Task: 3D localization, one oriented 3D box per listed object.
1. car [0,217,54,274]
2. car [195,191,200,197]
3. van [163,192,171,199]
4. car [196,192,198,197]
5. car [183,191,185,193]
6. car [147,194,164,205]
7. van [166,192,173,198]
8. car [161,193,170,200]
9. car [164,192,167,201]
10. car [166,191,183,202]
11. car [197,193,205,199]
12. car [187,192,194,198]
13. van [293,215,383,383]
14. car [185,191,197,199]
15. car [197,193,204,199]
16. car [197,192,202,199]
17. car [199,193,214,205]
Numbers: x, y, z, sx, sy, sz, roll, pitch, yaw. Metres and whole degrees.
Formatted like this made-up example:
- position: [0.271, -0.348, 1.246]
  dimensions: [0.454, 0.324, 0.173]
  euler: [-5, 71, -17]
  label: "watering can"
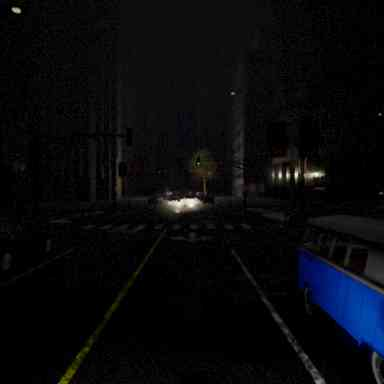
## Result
- position: [-5.760, 1.489, 10.234]
  dimensions: [2.008, 1.369, 4.403]
  euler: [0, 0, 0]
  label: "car"
- position: [2.355, 1.097, 78.692]
  dimensions: [2.008, 1.369, 4.403]
  euler: [0, 0, -1]
  label: "car"
- position: [-6.207, 0.866, 82.804]
  dimensions: [1.690, 1.788, 3.998]
  euler: [0, 0, -1]
  label: "van"
- position: [2.442, 1.151, 68.820]
  dimensions: [2.008, 1.369, 4.403]
  euler: [0, 0, -1]
  label: "car"
- position: [-3.403, 0.904, 78.342]
  dimensions: [2.097, 1.767, 4.553]
  euler: [0, 0, -1]
  label: "car"
- position: [-5.940, 1.243, 52.416]
  dimensions: [2.008, 1.369, 4.403]
  euler: [0, 0, -1]
  label: "car"
- position: [-6.302, 0.810, 93.630]
  dimensions: [1.690, 1.788, 3.998]
  euler: [0, 0, 0]
  label: "van"
- position: [-6.157, 1.080, 77.222]
  dimensions: [1.752, 1.417, 4.829]
  euler: [0, 0, -1]
  label: "car"
- position: [-5.984, 1.214, 57.408]
  dimensions: [2.008, 1.369, 4.403]
  euler: [0, 0, -1]
  label: "car"
- position: [-3.292, 0.985, 62.871]
  dimensions: [2.097, 1.767, 4.553]
  euler: [0, 0, 0]
  label: "car"
- position: [2.307, 1.043, 84.150]
  dimensions: [1.752, 1.417, 4.829]
  euler: [0, 0, -1]
  label: "car"
- position: [-0.520, 0.852, 91.747]
  dimensions: [1.812, 1.442, 4.674]
  euler: [0, 0, -1]
  label: "car"
- position: [2.763, 1.312, 4.719]
  dimensions: [1.690, 1.788, 3.998]
  euler: [0, 0, 0]
  label: "van"
- position: [-0.429, 1.003, 81.325]
  dimensions: [1.882, 1.535, 5.008]
  euler: [0, 0, -1]
  label: "car"
- position: [2.263, 1.057, 89.270]
  dimensions: [1.947, 1.339, 4.313]
  euler: [0, 0, 0]
  label: "car"
- position: [2.489, 1.175, 63.376]
  dimensions: [1.887, 1.381, 4.507]
  euler: [0, 0, 0]
  label: "car"
- position: [2.585, 1.242, 52.488]
  dimensions: [2.008, 1.369, 4.403]
  euler: [0, 0, -1]
  label: "car"
